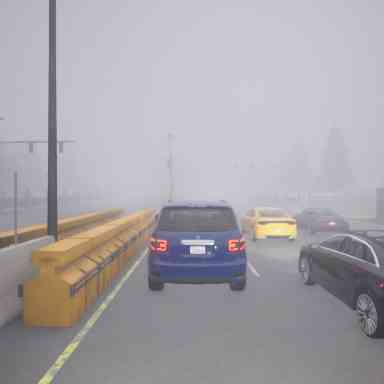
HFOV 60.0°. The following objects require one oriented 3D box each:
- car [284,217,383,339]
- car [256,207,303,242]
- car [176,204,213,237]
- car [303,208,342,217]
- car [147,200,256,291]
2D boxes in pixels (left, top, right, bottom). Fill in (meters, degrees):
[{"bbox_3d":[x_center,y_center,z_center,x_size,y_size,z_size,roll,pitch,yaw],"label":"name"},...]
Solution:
[{"bbox_3d":[3.608,1.492,6.549,2.128,1.511,4.902,0,0,0],"label":"car"},{"bbox_3d":[3.627,1.478,16.433,1.882,1.535,5.008,0,0,0],"label":"car"},{"bbox_3d":[0.131,1.505,19.045,1.837,1.490,4.892,0,0,0],"label":"car"},{"bbox_3d":[7.132,1.564,18.898,1.994,1.385,4.181,0,0,0],"label":"car"},{"bbox_3d":[0.116,1.222,9.153,2.150,2.045,5.566,0,0,0],"label":"car"}]
